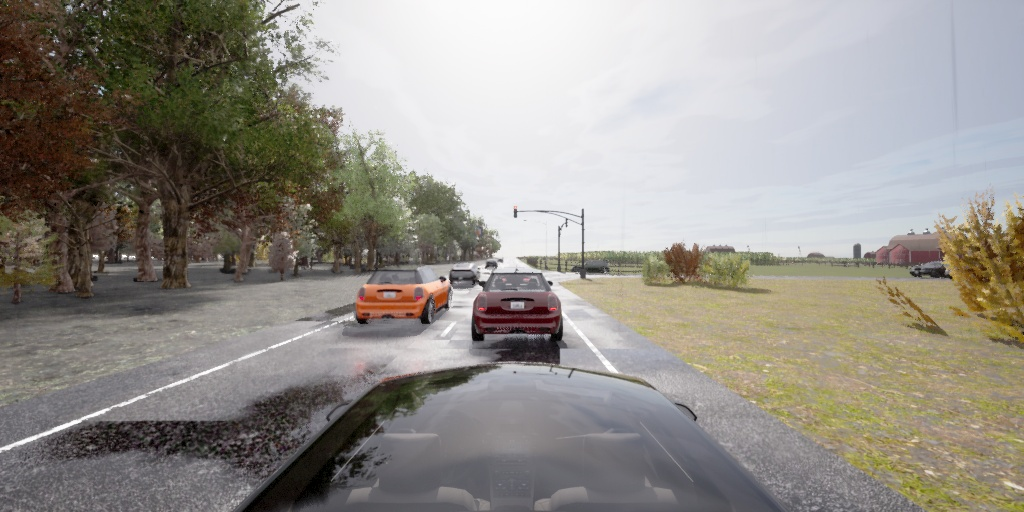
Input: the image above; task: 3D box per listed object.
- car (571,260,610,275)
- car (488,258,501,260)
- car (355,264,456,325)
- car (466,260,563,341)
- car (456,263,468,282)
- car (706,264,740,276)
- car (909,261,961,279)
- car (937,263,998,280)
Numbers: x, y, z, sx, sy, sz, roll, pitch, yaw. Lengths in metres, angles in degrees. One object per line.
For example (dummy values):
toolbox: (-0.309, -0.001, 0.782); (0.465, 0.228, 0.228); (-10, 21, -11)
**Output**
car: (9.246, 1.274, 42.380); (4.553, 1.767, 2.097); (0, -1, 13)
car: (-3.300, 1.261, 59.368); (1.837, 1.490, 4.892); (0, 0, 0)
car: (-3.381, 1.105, 12.030); (2.097, 1.767, 4.553); (0, 0, 0)
car: (0.110, 1.104, 10.017); (2.097, 1.767, 4.553); (0, 0, 0)
car: (-3.358, 1.247, 25.976); (2.128, 1.511, 4.902); (0, 0, 0)
car: (24.459, 1.637, 41.365); (4.181, 1.385, 1.994); (1, -1, 0)
car: (49.268, 1.567, 41.154); (5.566, 2.045, 2.150); (1, -1, 1)
car: (48.571, 1.768, 37.579); (4.902, 1.511, 2.128); (1, -1, 1)
